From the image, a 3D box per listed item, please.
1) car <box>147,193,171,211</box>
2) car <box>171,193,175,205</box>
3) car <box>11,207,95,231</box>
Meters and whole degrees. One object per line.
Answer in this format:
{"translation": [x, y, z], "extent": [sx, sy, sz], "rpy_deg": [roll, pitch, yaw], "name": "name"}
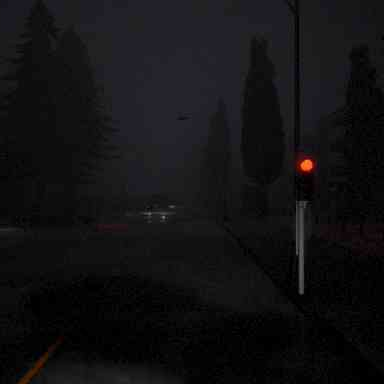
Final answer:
{"translation": [-4.166, 1.221, 40.843], "extent": [2.150, 2.045, 5.566], "rpy_deg": [0, 0, 0], "name": "car"}
{"translation": [-4.158, 1.212, 57.043], "extent": [2.150, 2.045, 5.566], "rpy_deg": [0, 1, 0], "name": "car"}
{"translation": [-8.479, 1.601, 20.641], "extent": [4.718, 1.301, 1.895], "rpy_deg": [0, 0, -17], "name": "car"}
